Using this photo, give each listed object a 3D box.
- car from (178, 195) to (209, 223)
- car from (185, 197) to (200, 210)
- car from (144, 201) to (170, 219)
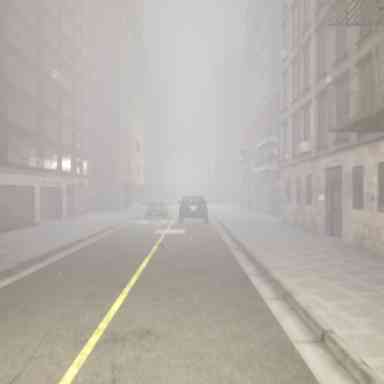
[{"bbox_3d":[0.109,1.257,25.622,2.150,2.045,5.566,0,0,0],"label":"car"},{"bbox_3d":[0.114,1.529,44.100,1.882,1.535,5.008,0,0,0],"label":"car"},{"bbox_3d":[-3.009,1.545,29.237,1.837,1.490,4.892,0,-1,0],"label":"car"}]
